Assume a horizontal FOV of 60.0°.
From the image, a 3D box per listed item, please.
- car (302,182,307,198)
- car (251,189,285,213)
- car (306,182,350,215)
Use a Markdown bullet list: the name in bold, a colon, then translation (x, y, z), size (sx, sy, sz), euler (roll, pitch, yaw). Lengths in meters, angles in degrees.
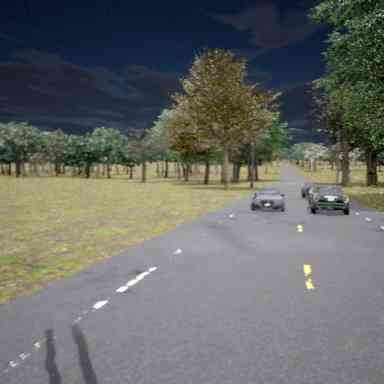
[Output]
- **car**: translation (13.207, -0.336, 36.588), size (2.097, 1.767, 4.553), euler (2, 3, 17)
- **car**: translation (5.060, 0.495, 21.743), size (1.994, 1.385, 4.181), euler (2, 3, 16)
- **car**: translation (8.652, 0.348, 21.278), size (2.097, 1.767, 4.553), euler (2, 3, 17)
